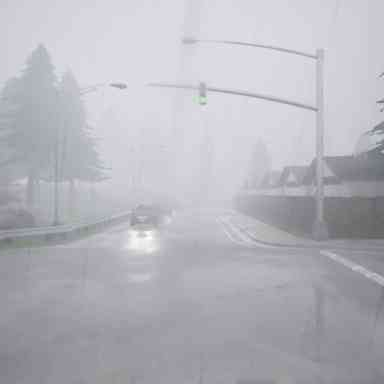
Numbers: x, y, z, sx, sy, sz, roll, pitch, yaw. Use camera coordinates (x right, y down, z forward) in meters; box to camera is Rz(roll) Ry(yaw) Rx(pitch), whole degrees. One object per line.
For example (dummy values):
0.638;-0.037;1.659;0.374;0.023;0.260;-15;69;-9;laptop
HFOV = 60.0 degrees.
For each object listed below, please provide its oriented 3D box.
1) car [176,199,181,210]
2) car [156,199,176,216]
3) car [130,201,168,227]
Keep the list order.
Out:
-2.712;1.763;47.067;2.128;1.511;4.902;0;0;7;car
-3.084;1.556;34.457;2.097;1.767;4.553;0;0;1;car
-3.244;1.637;24.316;2.128;1.511;4.902;0;0;1;car
